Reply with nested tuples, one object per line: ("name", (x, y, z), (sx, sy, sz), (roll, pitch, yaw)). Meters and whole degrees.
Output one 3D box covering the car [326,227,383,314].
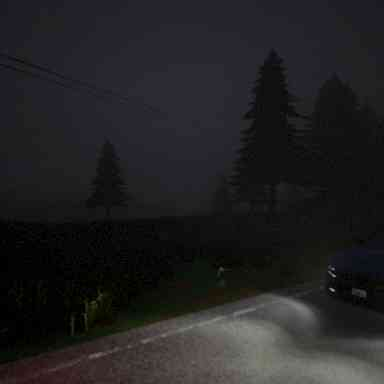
("car", (4.882, 1.407, 7.101), (5.008, 1.535, 1.882), (-1, 1, -35))
